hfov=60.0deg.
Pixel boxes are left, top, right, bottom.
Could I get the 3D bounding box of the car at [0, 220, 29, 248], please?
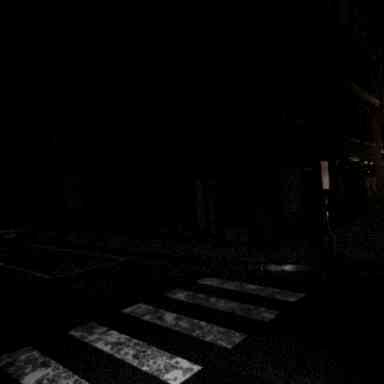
[{"bbox_3d":[-9.249,1.888,15.307,4.829,1.417,1.752,-3,0,41],"label":"car"}]
